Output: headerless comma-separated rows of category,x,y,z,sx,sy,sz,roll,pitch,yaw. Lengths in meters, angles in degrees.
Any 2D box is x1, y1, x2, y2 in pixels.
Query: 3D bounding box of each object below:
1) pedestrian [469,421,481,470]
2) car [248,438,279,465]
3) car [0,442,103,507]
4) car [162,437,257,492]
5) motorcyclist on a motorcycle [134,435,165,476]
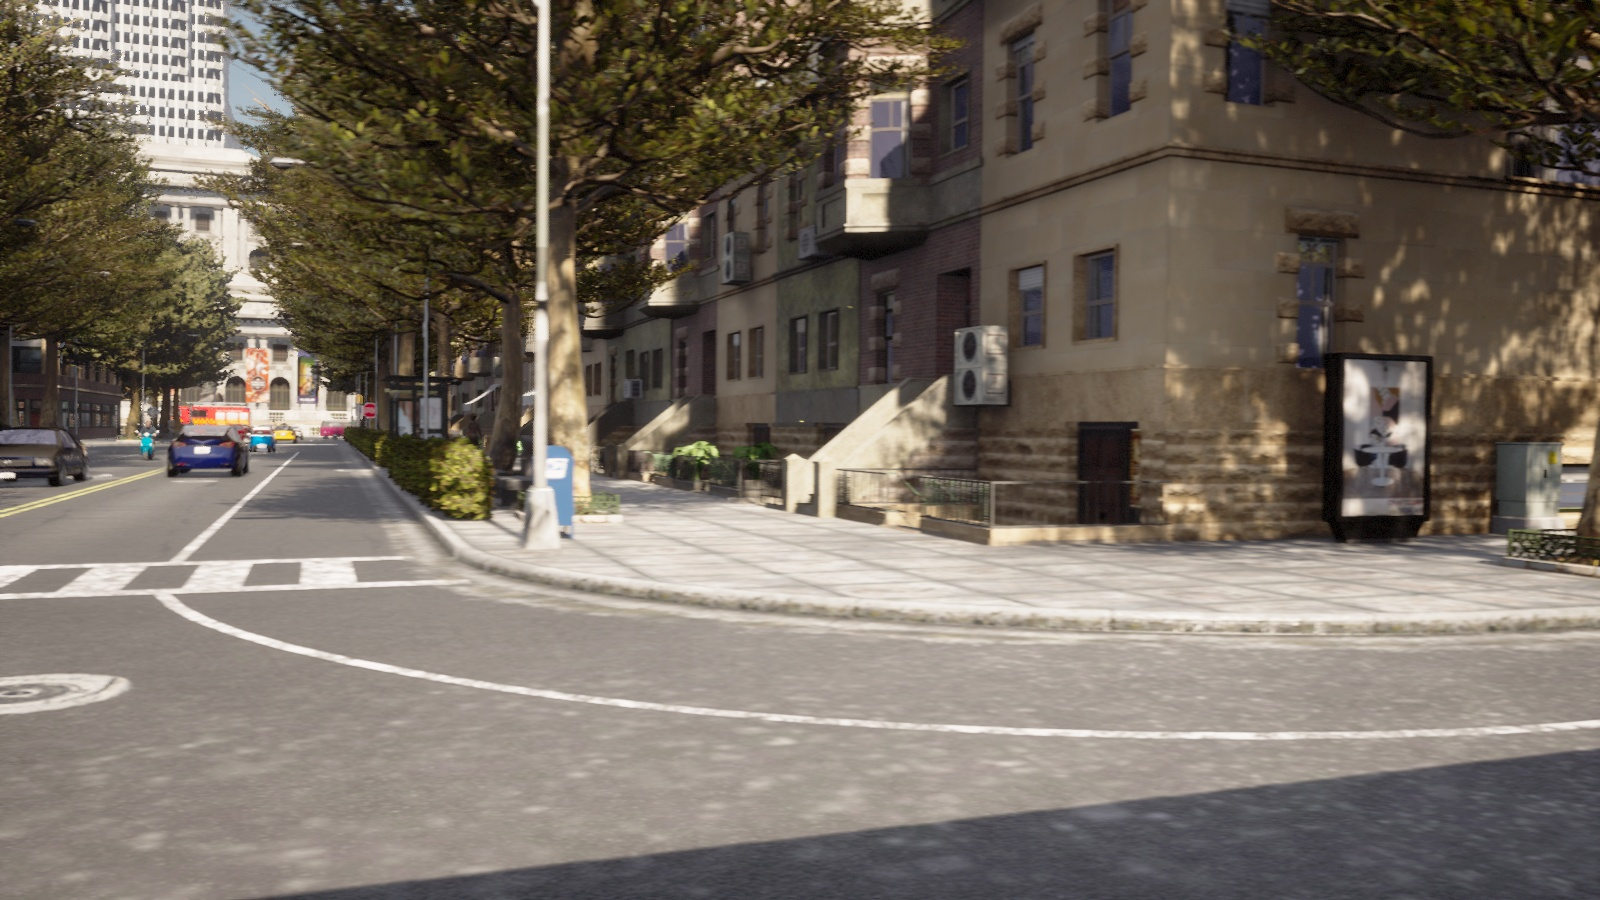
pedestrian,-11.923,-0.166,46.094,0.328,1.805,0.869,-1,1,-20
car,-29.110,0.059,68.116,1.481,1.376,2.207,-1,1,-23
car,-18.843,0.545,31.014,2.033,1.411,5.357,-1,1,-21
car,-17.579,0.376,37.604,2.163,1.488,4.792,-1,1,-21
motorcyclist on a motorcycle,-26.195,0.211,50.603,0.866,1.590,1.817,-1,1,-21
